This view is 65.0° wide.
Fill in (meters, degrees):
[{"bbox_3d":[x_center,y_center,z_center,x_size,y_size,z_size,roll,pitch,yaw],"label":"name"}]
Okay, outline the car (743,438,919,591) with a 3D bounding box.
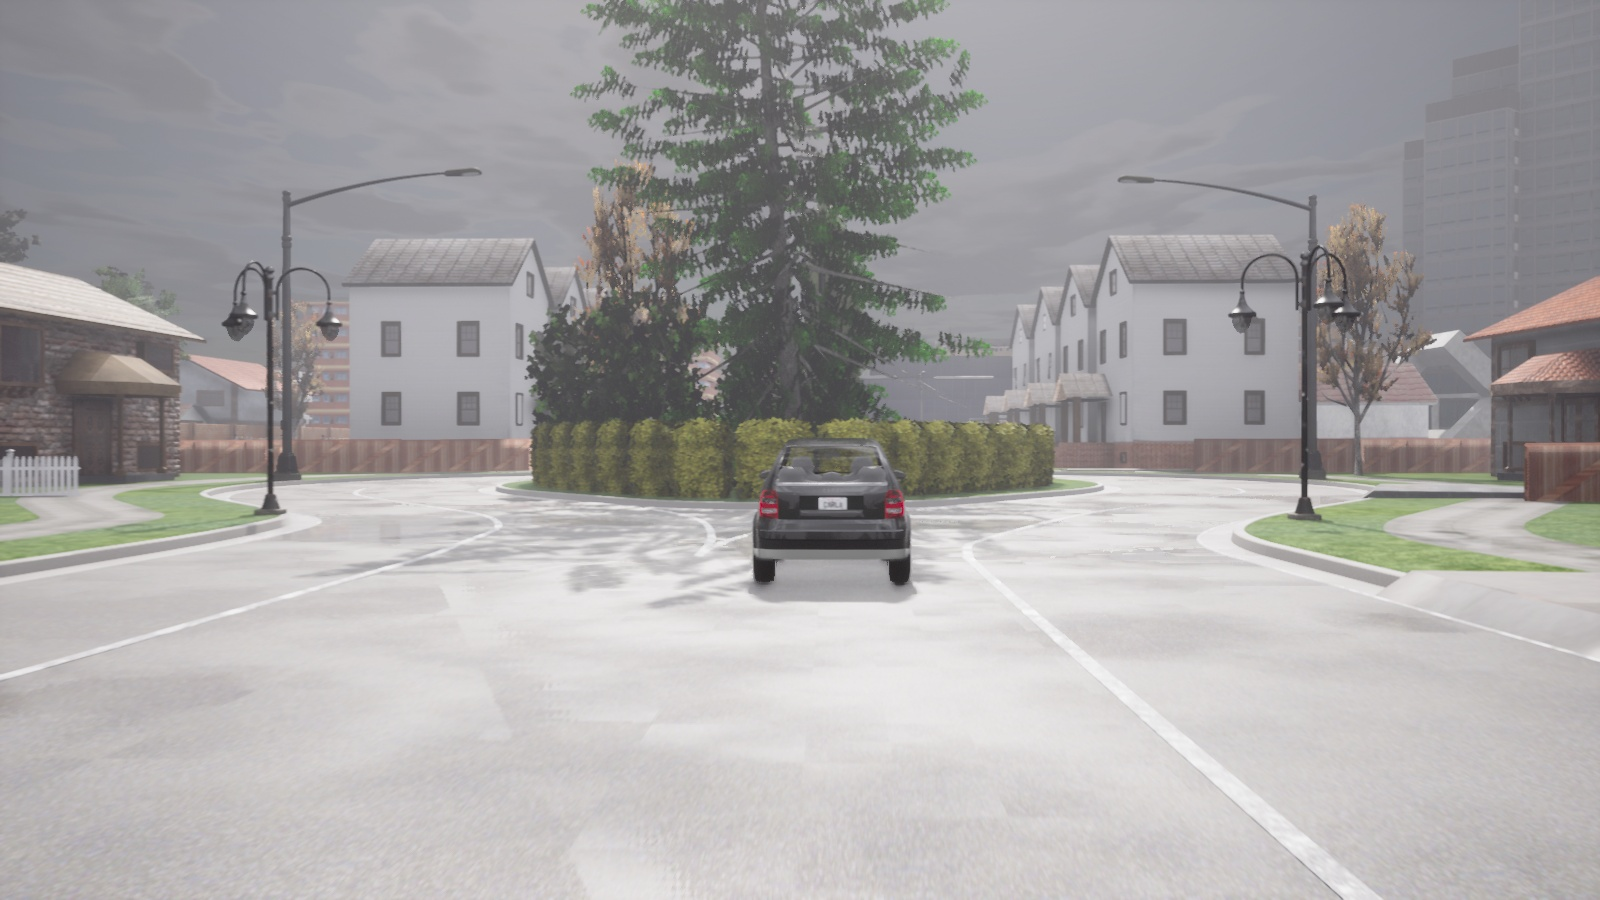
[{"bbox_3d":[0.367,0.642,14.639,1.789,1.549,3.705,0,0,2],"label":"car"}]
